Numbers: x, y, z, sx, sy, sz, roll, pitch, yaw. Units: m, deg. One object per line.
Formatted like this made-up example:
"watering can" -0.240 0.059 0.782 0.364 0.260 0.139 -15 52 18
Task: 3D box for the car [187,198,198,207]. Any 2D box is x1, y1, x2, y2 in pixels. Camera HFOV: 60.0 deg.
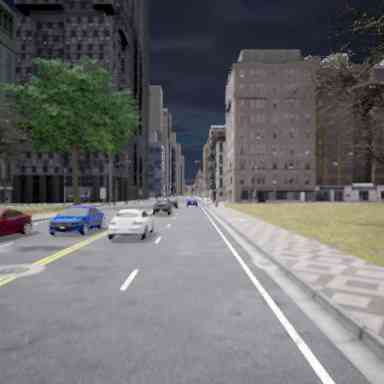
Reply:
"car" 0.069 1.795 59.191 1.882 1.535 5.008 0 0 0

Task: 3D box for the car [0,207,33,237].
"car" -9.822 1.552 16.506 1.882 1.535 5.008 0 0 0

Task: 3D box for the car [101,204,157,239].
"car" -3.154 1.605 17.666 1.812 1.442 4.674 0 0 0

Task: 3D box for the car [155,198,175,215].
"car" -3.155 1.680 36.303 1.837 1.490 4.892 0 -1 0

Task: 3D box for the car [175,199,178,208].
"car" -3.163 1.752 52.359 1.882 1.535 5.008 0 0 0

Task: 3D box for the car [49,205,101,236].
"car" -6.553 1.565 19.351 1.882 1.535 5.008 0 -1 1
